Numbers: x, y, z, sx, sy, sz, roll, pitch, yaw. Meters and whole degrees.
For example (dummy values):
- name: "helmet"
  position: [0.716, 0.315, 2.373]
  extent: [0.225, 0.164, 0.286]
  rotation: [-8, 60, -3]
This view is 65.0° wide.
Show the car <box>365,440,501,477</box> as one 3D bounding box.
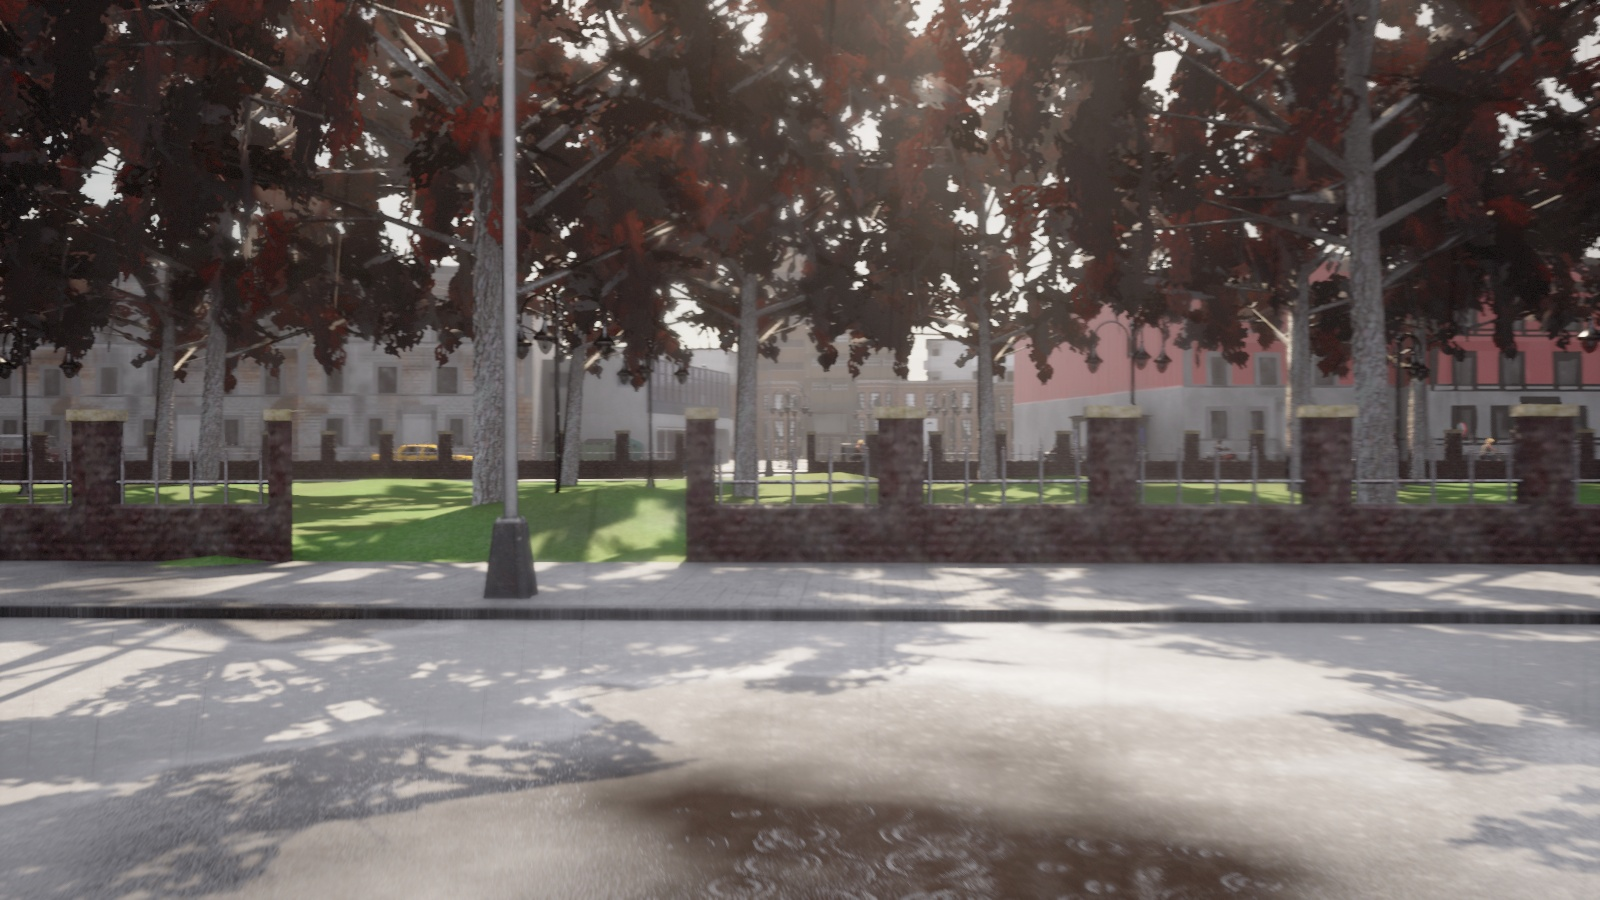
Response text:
- name: "car"
  position: [-15.889, 0.376, 54.499]
  extent: [5.366, 1.575, 1.801]
  rotation: [0, 0, 3]

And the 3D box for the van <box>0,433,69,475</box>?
- name: "van"
  position: [-37.356, 0.176, 59.495]
  extent: [4.442, 1.987, 1.775]
  rotation: [0, 0, 3]
